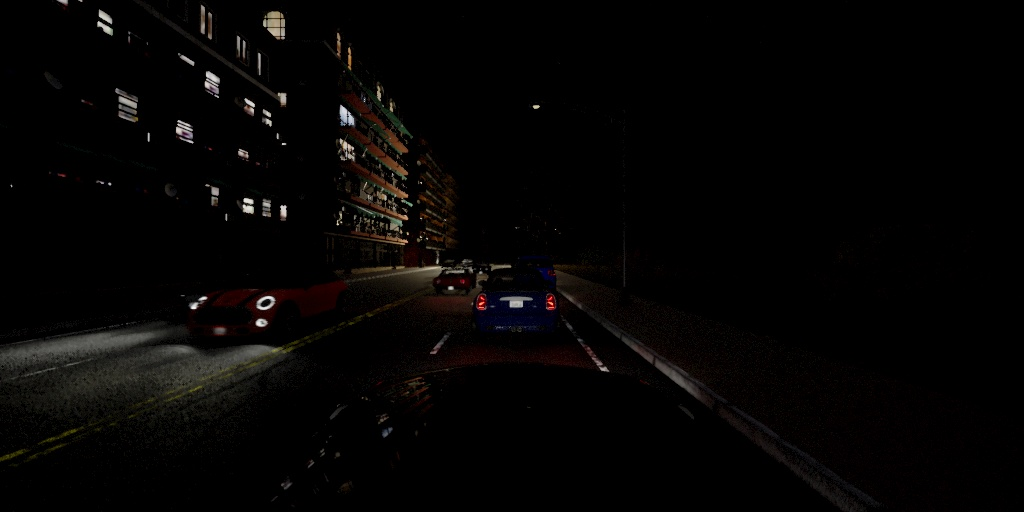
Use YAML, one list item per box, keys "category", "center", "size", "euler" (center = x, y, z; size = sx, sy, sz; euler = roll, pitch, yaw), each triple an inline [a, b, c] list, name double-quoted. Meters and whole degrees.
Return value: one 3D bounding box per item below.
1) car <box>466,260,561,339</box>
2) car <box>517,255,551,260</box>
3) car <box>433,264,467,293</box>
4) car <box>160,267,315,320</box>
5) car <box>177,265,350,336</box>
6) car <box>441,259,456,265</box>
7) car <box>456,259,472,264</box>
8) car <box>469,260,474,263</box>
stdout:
- category: "car"
  center: [0.097, 1.103, 10.193]
  size: [2.097, 1.767, 4.553]
  euler: [0, 0, 0]
- category: "car"
  center: [1.136, 0.977, 19.768]
  size: [2.150, 2.045, 5.566]
  euler: [0, 0, 0]
- category: "car"
  center: [-3.152, 1.353, 20.758]
  size: [1.895, 1.301, 4.718]
  euler: [0, 0, 0]
- category: "car"
  center: [-9.851, 1.243, 13.565]
  size: [2.128, 1.511, 4.902]
  euler: [0, 0, 0]
- category: "car"
  center: [-6.601, 1.103, 10.346]
  size: [2.097, 1.767, 4.553]
  euler: [0, 0, 0]
- category: "car"
  center: [-9.835, 1.228, 56.430]
  size: [1.882, 1.535, 5.008]
  euler: [0, 0, 0]
- category: "car"
  center: [-6.591, 1.242, 53.724]
  size: [2.128, 1.511, 4.902]
  euler: [0, 0, 0]
- category: "car"
  center: [-3.151, 1.353, 38.597]
  size: [1.895, 1.301, 4.718]
  euler: [0, 0, 0]
